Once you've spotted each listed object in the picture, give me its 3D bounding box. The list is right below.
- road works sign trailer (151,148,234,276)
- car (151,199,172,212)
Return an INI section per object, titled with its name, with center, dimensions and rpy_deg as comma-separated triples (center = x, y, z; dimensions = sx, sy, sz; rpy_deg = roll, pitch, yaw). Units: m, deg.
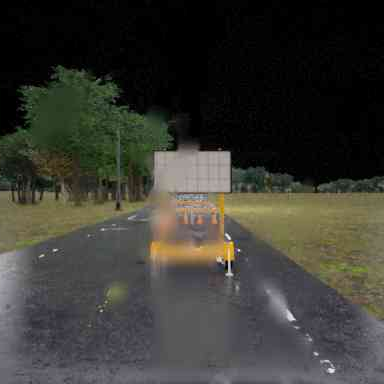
[road works sign trailer]
center = 0.011, 0.445, 10.301
dimensions = 2.380, 3.560, 2.880
rpy_deg = 0, 0, 0
[car]
center = -3.347, 1.458, 37.039
dimensions = 1.994, 1.385, 4.181
rpy_deg = 0, 0, 0
